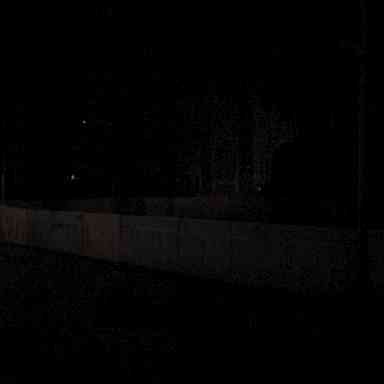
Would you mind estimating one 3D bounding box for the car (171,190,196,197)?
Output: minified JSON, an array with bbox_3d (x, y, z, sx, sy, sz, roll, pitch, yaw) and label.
[{"bbox_3d":[-1.404,0.638,58.670,2.150,2.045,5.566,0,1,35],"label":"car"}]
